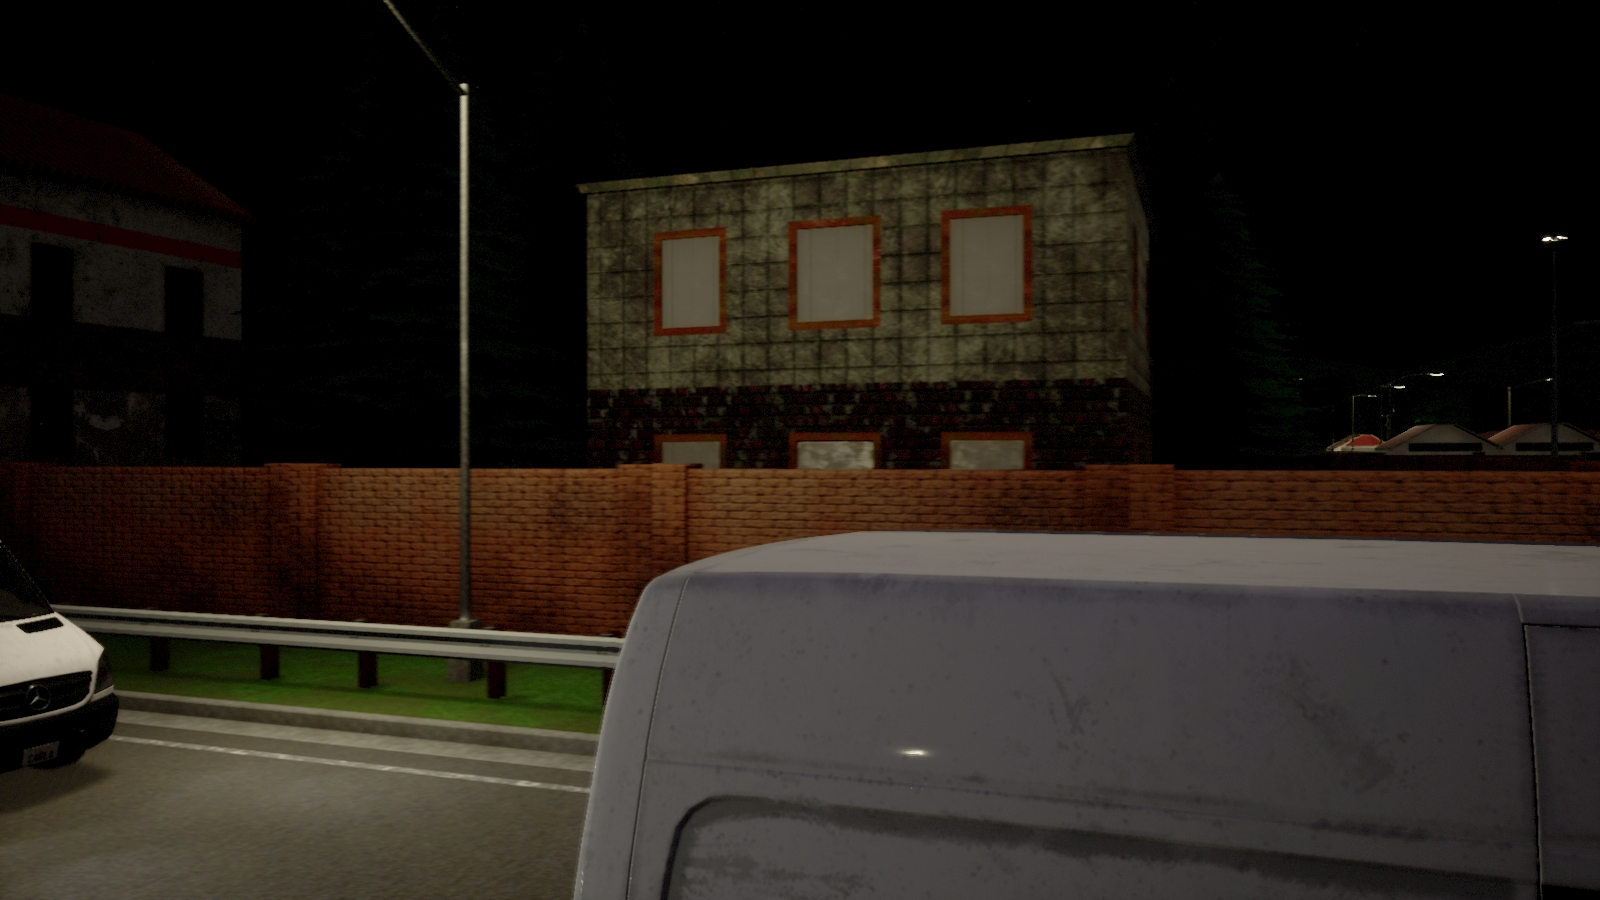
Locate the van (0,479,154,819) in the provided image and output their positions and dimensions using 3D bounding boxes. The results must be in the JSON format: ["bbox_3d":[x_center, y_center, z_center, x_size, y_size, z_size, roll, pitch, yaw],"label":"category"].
[{"bbox_3d":[-8.803,1.559,10.094,5.915,2.561,1.988,0,0,20],"label":"van"}]

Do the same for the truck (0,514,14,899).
[{"bbox_3d":[-7.119,1.588,5.777,5.204,2.467,2.627,0,0,20],"label":"truck"}]

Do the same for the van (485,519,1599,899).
[{"bbox_3d":[2.451,1.533,2.378,5.915,2.561,1.988,0,0,20],"label":"van"}]
